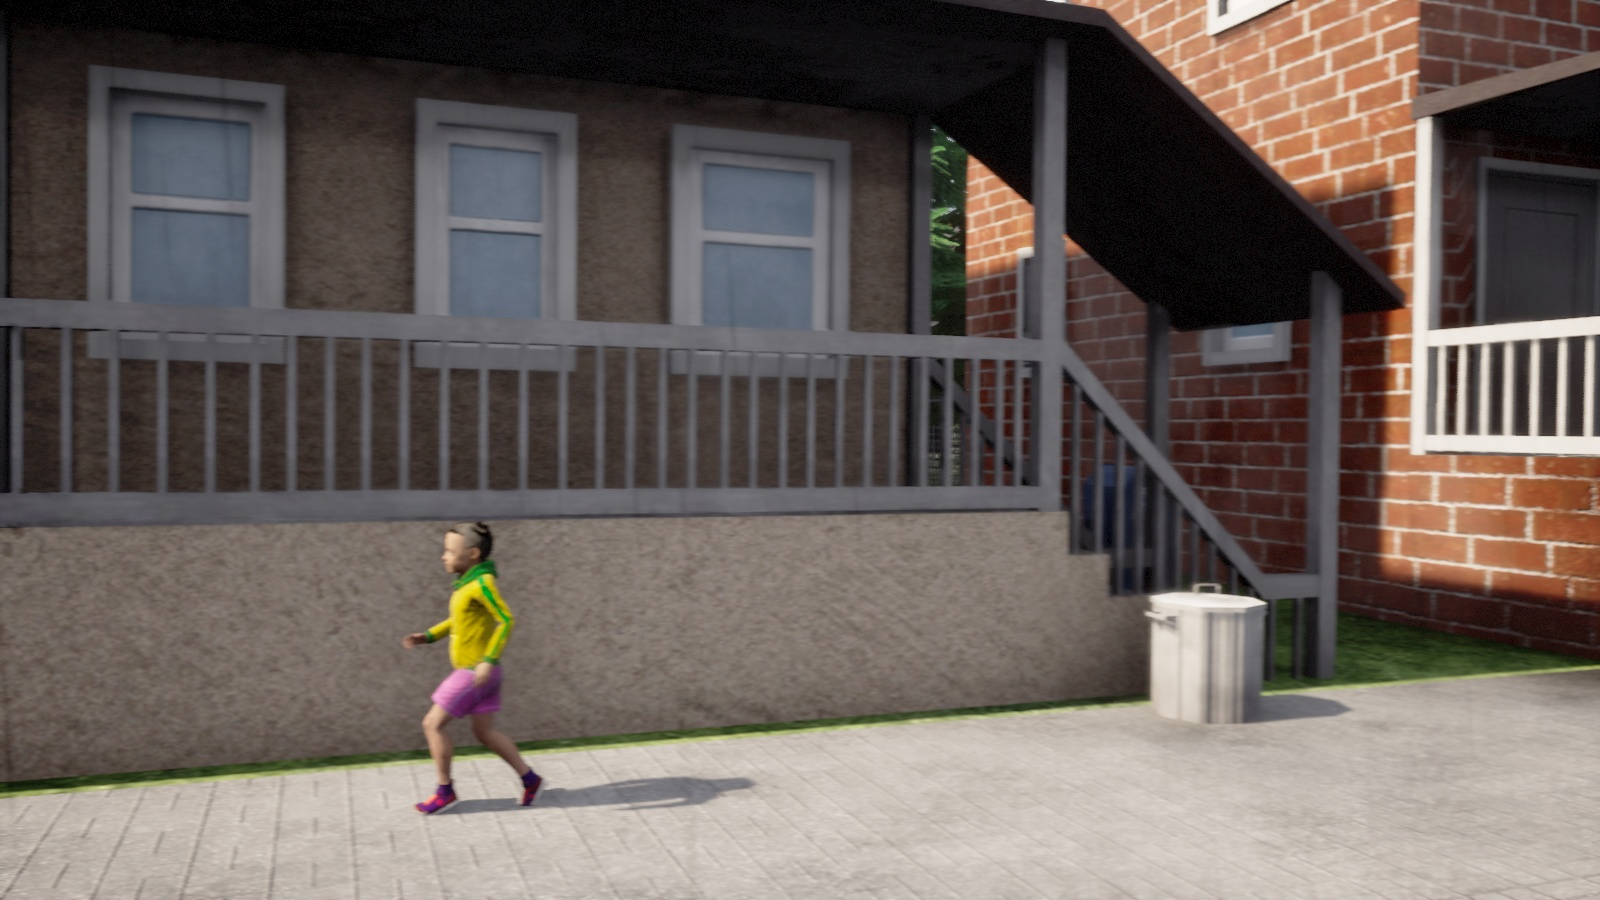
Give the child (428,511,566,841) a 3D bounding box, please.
[{"bbox_3d":[-1.137,0.823,4.719,0.473,1.160,0.299,-1,1,-15],"label":"child"}]
